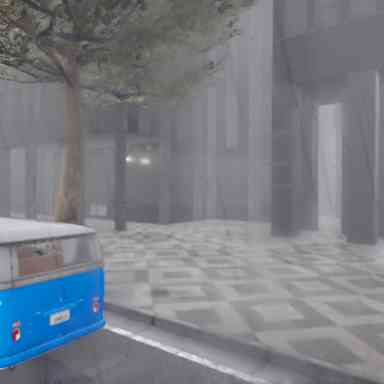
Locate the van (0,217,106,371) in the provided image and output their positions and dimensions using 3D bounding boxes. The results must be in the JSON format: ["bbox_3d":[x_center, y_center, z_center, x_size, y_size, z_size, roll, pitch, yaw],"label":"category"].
[{"bbox_3d":[-3.140,1.305,5.200,3.998,1.788,1.690,0,0,35],"label":"van"}]
